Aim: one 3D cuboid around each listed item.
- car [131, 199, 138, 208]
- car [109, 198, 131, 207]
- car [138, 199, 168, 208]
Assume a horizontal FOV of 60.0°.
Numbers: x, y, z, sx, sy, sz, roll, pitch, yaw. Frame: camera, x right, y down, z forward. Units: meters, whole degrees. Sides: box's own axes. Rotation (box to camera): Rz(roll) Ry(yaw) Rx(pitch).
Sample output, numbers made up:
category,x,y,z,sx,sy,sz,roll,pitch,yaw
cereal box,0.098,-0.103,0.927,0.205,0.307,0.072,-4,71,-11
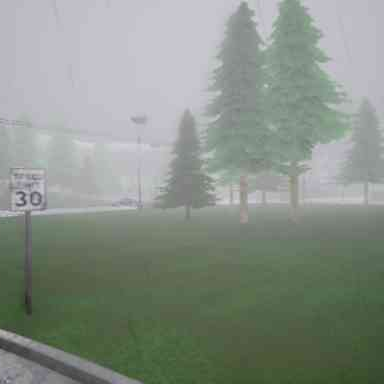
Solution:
category,x,y,z,sx,sy,sz,roll,pitch,yaw
car,-6.734,1.760,51.240,4.181,1.385,1.994,0,0,-44
car,-11.596,1.767,56.275,4.892,1.490,1.837,0,-1,-44
car,-5.119,1.668,49.552,2.128,1.511,4.902,-1,0,43
